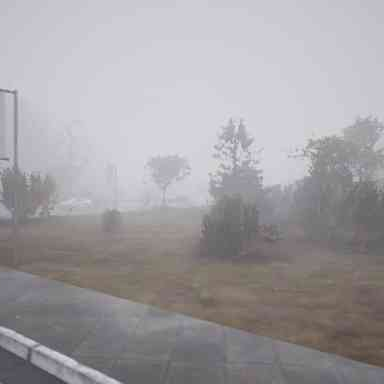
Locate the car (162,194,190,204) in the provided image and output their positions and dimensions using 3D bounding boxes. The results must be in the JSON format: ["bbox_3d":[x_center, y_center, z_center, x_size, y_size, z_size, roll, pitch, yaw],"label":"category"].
[{"bbox_3d":[-2.468,1.207,59.538,1.882,1.535,5.008,0,1,37],"label":"car"}]

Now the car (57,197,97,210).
[{"bbox_3d":[-15.257,1.506,43.513,1.812,1.442,4.674,0,1,39],"label":"car"}]

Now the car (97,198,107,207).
[{"bbox_3d":[-15.190,1.496,49.213,2.033,1.411,5.357,0,1,39],"label":"car"}]

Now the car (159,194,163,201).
[{"bbox_3d":[-4.886,1.047,62.125,1.812,1.442,4.674,0,1,37],"label":"car"}]
